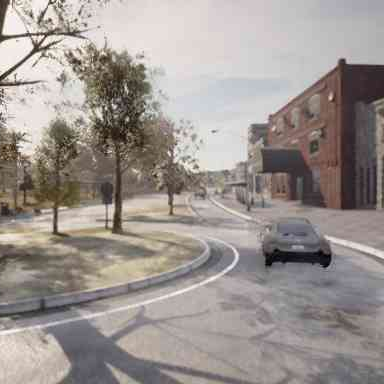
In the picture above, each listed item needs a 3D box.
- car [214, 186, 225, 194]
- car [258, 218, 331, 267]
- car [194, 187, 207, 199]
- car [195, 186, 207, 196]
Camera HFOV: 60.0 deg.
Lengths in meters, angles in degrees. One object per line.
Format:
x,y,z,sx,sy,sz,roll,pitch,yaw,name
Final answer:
6.976,-0.204,89.862,2.097,1.535,5.008,0,1,8,car
3.402,1.576,11.588,1.994,1.385,4.181,0,0,9,car
1.435,0.402,60.995,1.837,1.490,4.892,0,2,3,car
1.958,-0.272,71.344,2.150,2.045,5.566,0,1,5,car
